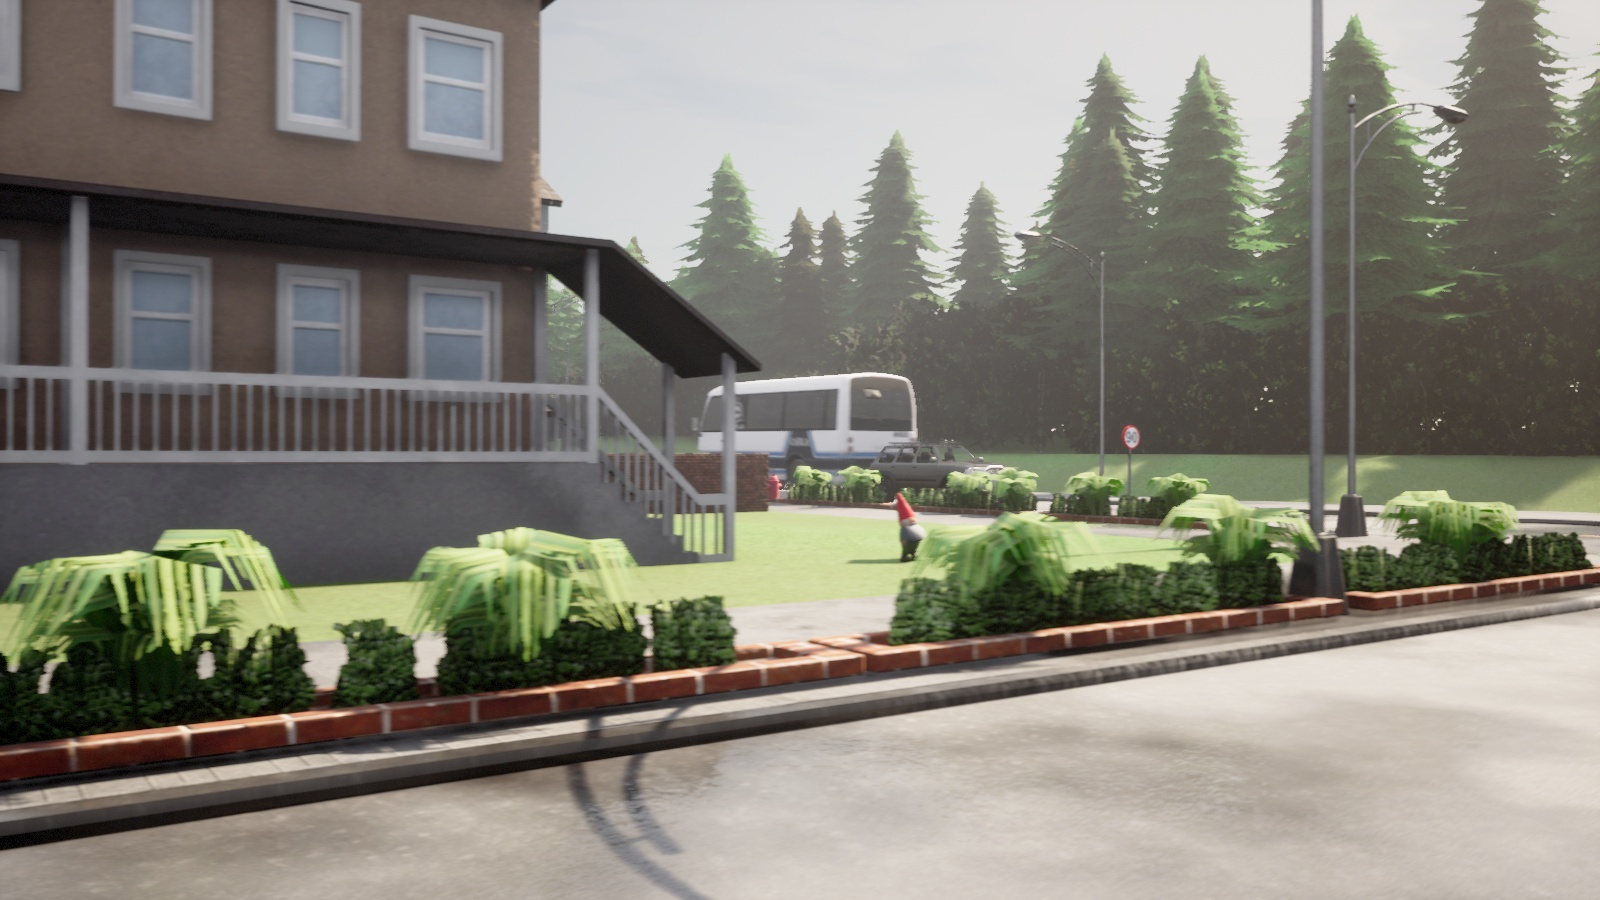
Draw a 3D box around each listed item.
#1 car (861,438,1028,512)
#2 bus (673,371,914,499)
[{"bbox_3d":[3.808,0.637,33.901,1.932,1.855,4.605,0,0,-35],"label":"car"},{"bbox_3d":[-0.537,-0.515,47.159,3.944,4.253,10.273,0,0,-35],"label":"bus"}]
